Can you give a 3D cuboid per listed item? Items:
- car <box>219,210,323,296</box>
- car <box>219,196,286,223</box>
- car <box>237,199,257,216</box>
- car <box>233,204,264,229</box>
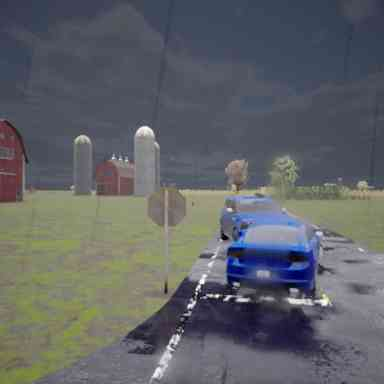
[{"bbox_3d":[2.383,1.473,8.910,1.882,1.535,5.008,0,0,23],"label":"car"},{"bbox_3d":[2.520,1.213,14.041,2.150,2.045,5.566,0,0,-4],"label":"car"},{"bbox_3d":[5.456,1.482,33.136,1.837,1.490,4.892,0,0,9],"label":"car"},{"bbox_3d":[3.810,1.587,22.721,1.895,1.301,4.718,0,0,9],"label":"car"}]
